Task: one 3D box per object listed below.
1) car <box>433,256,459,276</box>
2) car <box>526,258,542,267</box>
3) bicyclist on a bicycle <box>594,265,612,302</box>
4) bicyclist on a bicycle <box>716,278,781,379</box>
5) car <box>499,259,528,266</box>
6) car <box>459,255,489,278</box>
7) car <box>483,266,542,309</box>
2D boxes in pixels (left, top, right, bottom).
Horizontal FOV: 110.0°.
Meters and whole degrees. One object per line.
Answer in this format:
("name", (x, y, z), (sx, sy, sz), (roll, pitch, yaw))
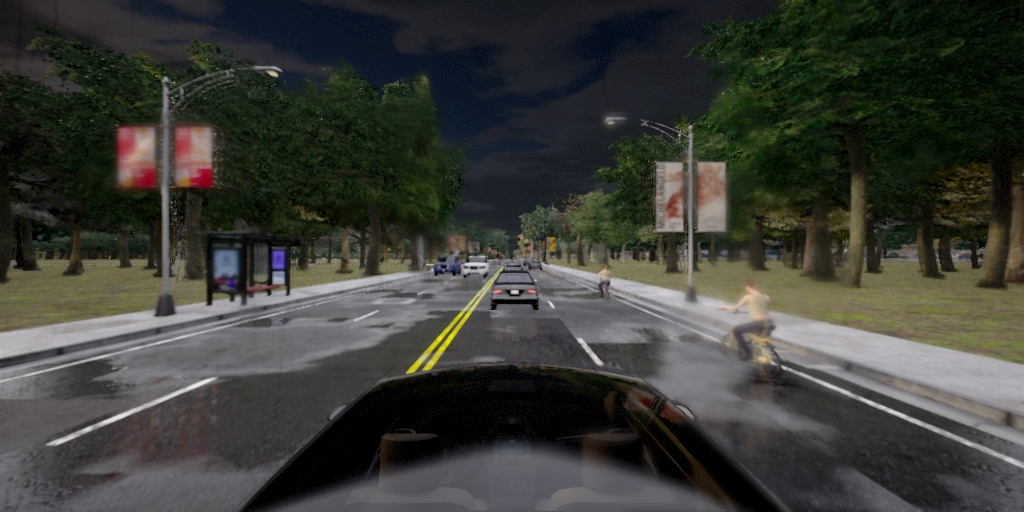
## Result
("car", (-6.602, 0.988, 37.258), (2.150, 2.045, 5.566), (0, 0, 0))
("car", (3.342, 1.273, 52.748), (2.128, 1.511, 4.902), (0, 0, 0))
("bicyclist on a bicycle", (4.160, 1.194, 16.174), (0.866, 1.612, 1.509), (0, 0, 0))
("bicyclist on a bicycle", (4.162, 1.189, 6.310), (0.866, 1.612, 1.509), (0, 0, 0))
("car", (0.096, 1.260, 34.322), (2.128, 1.511, 4.902), (0, 0, 0))
("car", (-3.353, 0.987, 34.221), (2.150, 2.045, 5.566), (0, 0, 0))
("car", (0.097, 1.304, 14.960), (2.033, 1.411, 5.357), (0, 0, 0))
